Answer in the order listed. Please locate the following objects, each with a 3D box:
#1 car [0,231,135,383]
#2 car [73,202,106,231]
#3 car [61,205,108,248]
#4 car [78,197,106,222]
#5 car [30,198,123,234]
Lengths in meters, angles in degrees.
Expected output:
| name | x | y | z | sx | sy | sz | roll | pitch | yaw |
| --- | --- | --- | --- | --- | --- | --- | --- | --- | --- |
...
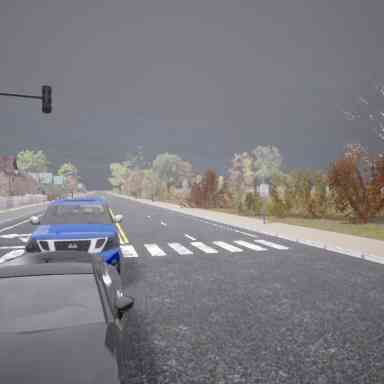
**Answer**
| name | x | y | z | sx | sy | sz | roll | pitch | yaw |
| --- | --- | --- | --- | --- | --- | --- | --- | --- | --- |
| car | -1.705 | 1.524 | 3.878 | 1.812 | 1.442 | 4.674 | 0 | 0 | -13 |
| car | -6.625 | 1.468 | 21.769 | 1.882 | 1.535 | 5.008 | 0 | 0 | -16 |
| car | -5.039 | 1.499 | 16.028 | 1.837 | 1.490 | 4.892 | 0 | 0 | -15 |
| car | -8.202 | 1.338 | 27.498 | 2.097 | 1.767 | 4.553 | 0 | 0 | -15 |
| car | -3.363 | 1.218 | 9.962 | 2.150 | 2.045 | 5.566 | 0 | 0 | -15 |
